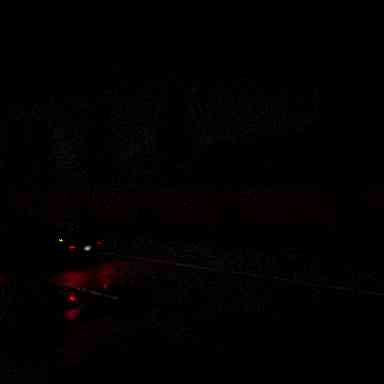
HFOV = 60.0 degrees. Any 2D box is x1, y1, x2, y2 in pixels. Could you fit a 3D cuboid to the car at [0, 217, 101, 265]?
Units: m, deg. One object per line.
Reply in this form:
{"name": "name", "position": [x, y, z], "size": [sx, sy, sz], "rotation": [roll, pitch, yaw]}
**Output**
{"name": "car", "position": [-5.241, 1.629, 12.019], "size": [4.674, 1.442, 1.812], "rotation": [-1, 0, 35]}
